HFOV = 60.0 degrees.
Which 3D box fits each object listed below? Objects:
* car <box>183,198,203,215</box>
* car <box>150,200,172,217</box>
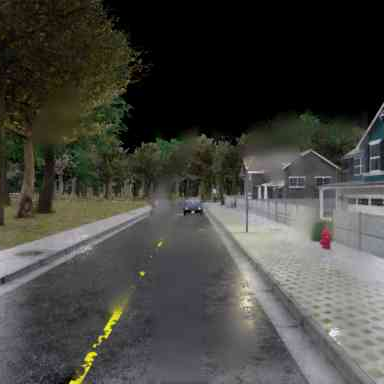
[{"bbox_3d":[0.102,1.614,33.931,1.895,1.301,4.718,0,0,0],"label":"car"},{"bbox_3d":[-2.848,1.537,31.333,1.812,1.442,4.674,0,0,0],"label":"car"}]
